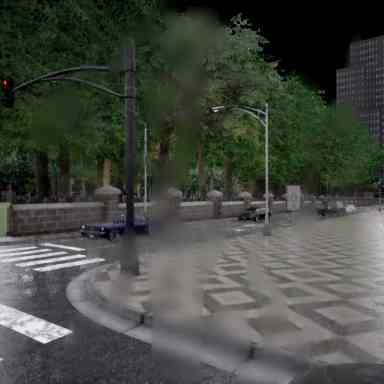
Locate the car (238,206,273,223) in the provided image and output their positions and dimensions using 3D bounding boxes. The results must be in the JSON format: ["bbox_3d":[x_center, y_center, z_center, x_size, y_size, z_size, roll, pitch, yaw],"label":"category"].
[{"bbox_3d":[6.165,2.119,32.064,1.882,1.535,5.008,0,-2,35],"label":"car"}]

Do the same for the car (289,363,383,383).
[{"bbox_3d":[2.373,1.551,1.264,4.403,1.369,2.008,0,0,36],"label":"car"}]

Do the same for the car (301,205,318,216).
[{"bbox_3d":[16.844,2.594,46.963,1.994,1.385,4.181,0,-1,36],"label":"car"}]

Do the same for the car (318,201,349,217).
[{"bbox_3d":[19.141,2.238,44.824,2.150,2.045,5.566,0,-1,35],"label":"car"}]

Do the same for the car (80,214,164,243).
[{"bbox_3d":[-3.694,1.890,18.139,1.895,1.301,4.718,0,-1,34],"label":"car"}]

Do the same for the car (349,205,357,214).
[{"bbox_3d":[25.281,2.771,53.478,1.812,1.442,4.674,0,-1,35],"label":"car"}]
